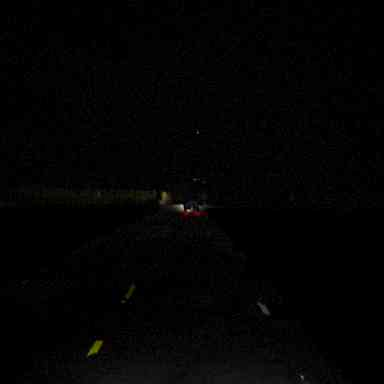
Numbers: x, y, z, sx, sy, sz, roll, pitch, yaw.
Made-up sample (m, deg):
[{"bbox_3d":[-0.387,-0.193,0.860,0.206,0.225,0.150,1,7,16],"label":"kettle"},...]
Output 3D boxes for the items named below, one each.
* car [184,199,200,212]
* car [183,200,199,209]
[{"bbox_3d":[-0.011,1.788,42.949,1.812,1.442,4.674,0,-1,0],"label":"car"},{"bbox_3d":[-0.136,1.960,53.086,1.837,1.490,4.892,0,-1,9],"label":"car"}]
